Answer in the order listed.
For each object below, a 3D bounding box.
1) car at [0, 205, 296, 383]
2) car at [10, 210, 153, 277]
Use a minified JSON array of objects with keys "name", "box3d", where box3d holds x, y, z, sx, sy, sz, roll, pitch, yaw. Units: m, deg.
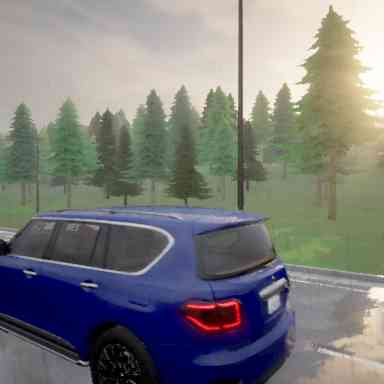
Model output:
[{"name":"car","box3d":[-1.340,1.223,4.959,5.566,2.045,2.150,0,0,35]},{"name":"car","box3d":[-3.804,1.478,10.991,5.008,1.535,1.882,0,0,35]}]
